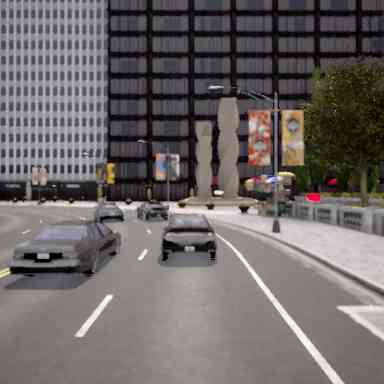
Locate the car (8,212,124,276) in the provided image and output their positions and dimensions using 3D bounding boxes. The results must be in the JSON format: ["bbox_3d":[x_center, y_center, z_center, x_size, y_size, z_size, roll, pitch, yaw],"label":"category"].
[{"bbox_3d":[-3.578,1.582,10.437,2.033,1.411,5.357,0,0,-1],"label":"car"}]

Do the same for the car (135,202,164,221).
[{"bbox_3d":[-3.569,1.599,28.651,1.837,1.490,4.892,0,0,-23],"label":"car"}]

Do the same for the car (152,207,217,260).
[{"bbox_3d":[-0.164,1.533,12.603,2.128,1.511,4.902,0,0,-2],"label":"car"}]

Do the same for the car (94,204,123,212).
[{"bbox_3d":[-7.017,1.656,27.803,1.994,1.385,4.181,0,0,-23],"label":"car"}]
